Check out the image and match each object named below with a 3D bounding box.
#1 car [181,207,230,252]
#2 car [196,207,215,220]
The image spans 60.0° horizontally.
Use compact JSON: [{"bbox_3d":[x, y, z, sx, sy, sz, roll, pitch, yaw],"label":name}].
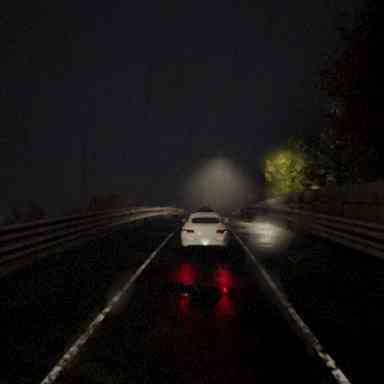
[{"bbox_3d":[0.551,1.561,13.845,1.812,1.442,4.674,0,-1,2],"label":"car"},{"bbox_3d":[1.638,2.486,39.033,1.994,1.385,4.181,0,-3,4],"label":"car"}]
